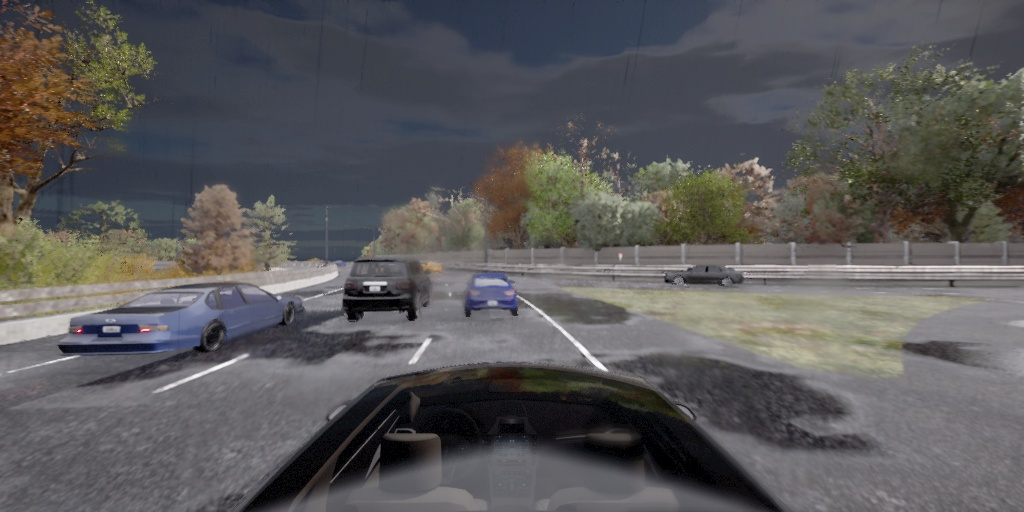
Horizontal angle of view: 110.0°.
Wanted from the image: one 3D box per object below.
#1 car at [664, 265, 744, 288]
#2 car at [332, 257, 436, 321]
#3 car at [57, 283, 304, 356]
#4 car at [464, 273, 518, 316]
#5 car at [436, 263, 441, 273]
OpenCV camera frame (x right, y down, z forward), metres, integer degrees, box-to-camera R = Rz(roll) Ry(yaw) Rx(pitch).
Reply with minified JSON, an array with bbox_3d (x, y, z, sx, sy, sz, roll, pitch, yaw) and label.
[{"bbox_3d":[13.192,1.381,24.857,4.892,1.490,1.837,0,0,24],"label":"car"},{"bbox_3d":[-4.266,1.063,13.064,2.150,2.045,5.566,0,0,-6],"label":"car"},{"bbox_3d":[-7.331,1.368,8.885,2.033,1.411,5.357,0,0,-5],"label":"car"},{"bbox_3d":[-0.841,1.362,13.709,1.812,1.442,4.674,0,0,-6],"label":"car"},{"bbox_3d":[-11.134,1.593,49.505,1.882,1.535,5.008,0,0,-25],"label":"car"}]
